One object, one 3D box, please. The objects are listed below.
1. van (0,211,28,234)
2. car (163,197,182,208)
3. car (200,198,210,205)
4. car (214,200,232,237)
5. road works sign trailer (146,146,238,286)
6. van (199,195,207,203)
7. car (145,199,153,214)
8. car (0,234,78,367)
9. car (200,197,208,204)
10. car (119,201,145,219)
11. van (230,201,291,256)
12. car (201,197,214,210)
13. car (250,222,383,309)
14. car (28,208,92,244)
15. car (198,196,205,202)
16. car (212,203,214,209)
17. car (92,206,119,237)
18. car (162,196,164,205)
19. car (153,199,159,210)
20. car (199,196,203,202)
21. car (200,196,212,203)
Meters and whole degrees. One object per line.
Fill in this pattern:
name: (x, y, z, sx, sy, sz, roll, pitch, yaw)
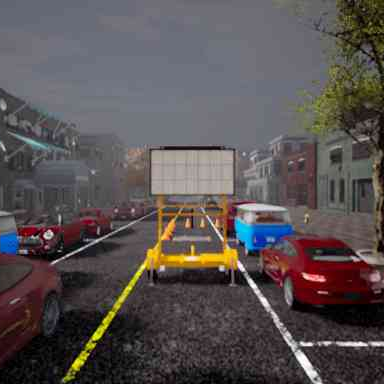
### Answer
van: (-5.695, 1.379, 7.668, 1.690, 1.788, 3.998, -1, 0, 0)
car: (-3.011, 1.847, 51.981, 1.895, 1.301, 4.718, 0, 0, 0)
car: (2.677, 1.907, 68.701, 1.802, 1.307, 4.206, -1, 0, 0)
car: (2.684, 1.405, 18.768, 2.192, 1.841, 5.009, -1, 0, 0)
road works sign trailer: (0.011, 0.510, 9.504, 2.380, 3.560, 2.880, 0, 0, 0)
van: (2.673, 1.718, 79.799, 1.690, 1.788, 3.998, -1, 0, 0)
car: (-5.697, 1.714, 35.408, 1.887, 1.381, 4.507, -1, 0, 0)
car: (-3.099, 1.545, 3.927, 1.812, 1.442, 4.674, 0, 0, 0)
car: (2.676, 1.877, 74.420, 1.752, 1.417, 4.829, -1, 0, 0)
car: (-5.698, 1.583, 29.860, 1.967, 1.590, 4.097, -1, 0, 0)
van: (2.685, 1.405, 13.220, 1.690, 1.788, 3.998, -1, 0, 0)
car: (2.681, 1.787, 46.508, 1.947, 1.339, 4.313, -1, 0, 0)
car: (2.688, 1.619, 7.670, 1.802, 1.307, 4.206, -1, 0, 0)
car: (-5.695, 1.504, 13.216, 1.967, 1.590, 4.097, -1, 0, 0)
car: (2.673, 1.954, 91.065, 1.752, 1.417, 4.829, -1, 0, 0)
car: (2.685, 1.698, 24.315, 1.802, 1.307, 4.206, -1, 0, 0)
car: (-5.695, 1.635, 18.764, 1.887, 1.381, 4.507, -1, 0, 0)
car: (-5.701, 1.798, 52.053, 2.008, 1.369, 4.403, -1, 0, 0)
car: (-5.699, 1.803, 46.504, 1.802, 1.307, 4.206, -1, 0, 0)
car: (2.677, 1.588, 57.606, 2.192, 1.841, 5.009, -1, 0, 0)
car: (2.681, 1.773, 52.226, 1.752, 1.417, 4.829, -1, 0, 0)
